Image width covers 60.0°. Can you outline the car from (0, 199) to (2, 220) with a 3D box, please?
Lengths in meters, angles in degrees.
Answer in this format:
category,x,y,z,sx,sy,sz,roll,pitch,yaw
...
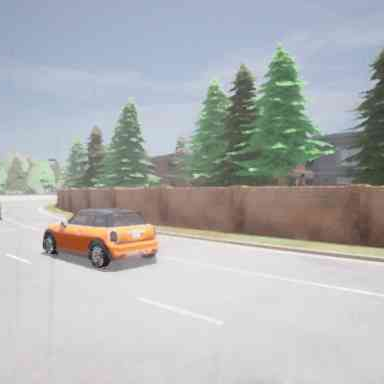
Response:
category,x,y,z,sx,sy,sz,roll,pitch,yaw
car,-16.737,1.153,26.823,2.150,2.045,5.566,0,0,-35

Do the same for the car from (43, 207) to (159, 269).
category,x,y,z,sx,sy,sz,roll,pitch,yaw
car,-3.276,1.344,11.508,4.553,1.767,2.097,0,0,42
